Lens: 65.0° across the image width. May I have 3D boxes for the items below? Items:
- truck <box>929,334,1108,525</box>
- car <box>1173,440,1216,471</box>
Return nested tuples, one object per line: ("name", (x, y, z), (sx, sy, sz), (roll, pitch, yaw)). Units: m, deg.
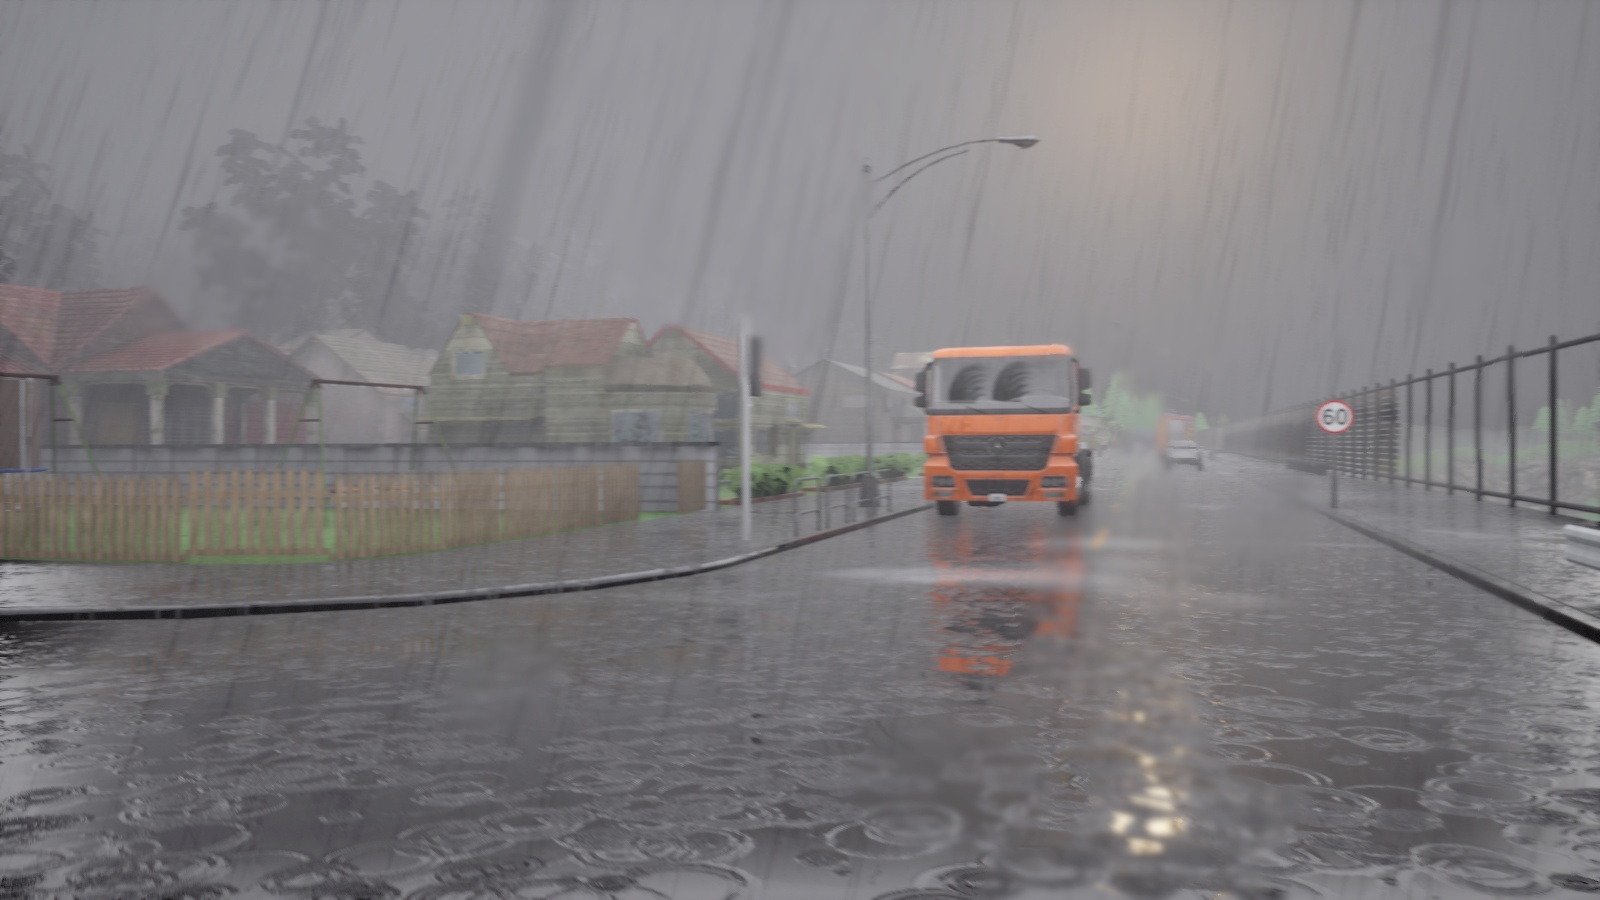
("truck", (4.944, -0.407, 27.005), (2.891, 3.462, 7.936), (0, 0, 16))
("car", (20.199, 0.261, 64.466), (2.007, 1.525, 4.514), (0, 0, 16))
